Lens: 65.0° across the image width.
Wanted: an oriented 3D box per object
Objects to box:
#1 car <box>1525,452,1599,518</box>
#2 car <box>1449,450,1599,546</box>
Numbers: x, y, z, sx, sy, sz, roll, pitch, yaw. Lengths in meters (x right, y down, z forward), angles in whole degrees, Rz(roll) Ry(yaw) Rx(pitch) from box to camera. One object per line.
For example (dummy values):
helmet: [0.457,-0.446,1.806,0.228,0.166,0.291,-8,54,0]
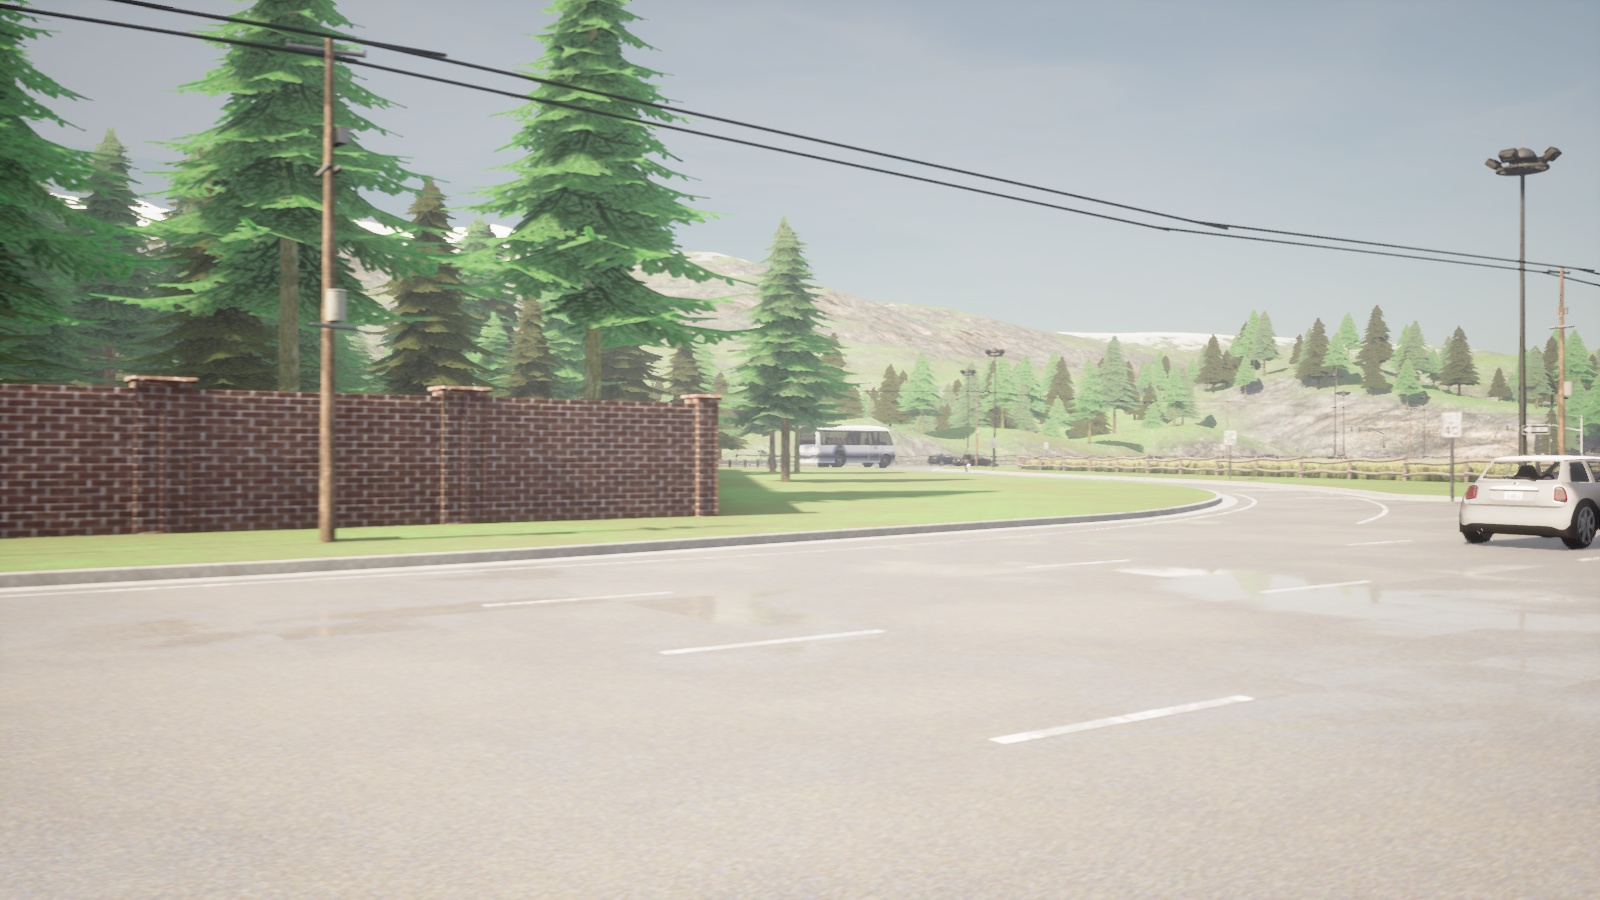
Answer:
car: [19.209,0.790,29.821,4.193,1.474,1.816,0,0,-35]
car: [12.929,0.732,21.186,3.806,1.475,1.970,0,0,-35]
